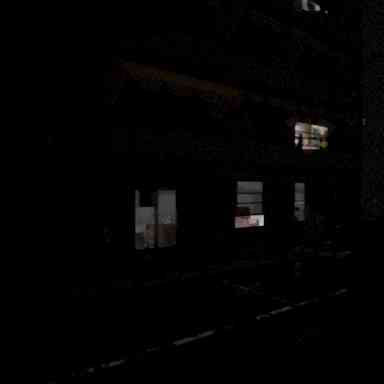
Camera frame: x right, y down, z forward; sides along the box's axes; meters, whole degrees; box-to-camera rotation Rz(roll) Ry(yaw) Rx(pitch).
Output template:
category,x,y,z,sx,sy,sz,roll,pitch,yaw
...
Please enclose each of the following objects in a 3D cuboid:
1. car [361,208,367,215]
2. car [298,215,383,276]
category,x,y,z,sx,sy,sz,roll,pitch,yaw
car,15.323,1.849,34.205,2.128,1.511,4.902,0,-1,-36
car,5.072,1.589,10.258,4.206,1.307,1.802,0,0,-36
